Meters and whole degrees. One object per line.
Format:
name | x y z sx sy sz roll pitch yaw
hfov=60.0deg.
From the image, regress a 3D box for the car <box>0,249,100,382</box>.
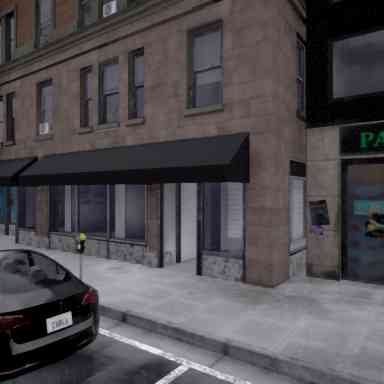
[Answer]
car | -3.249 1.567 5.125 4.313 1.339 1.947 0 0 36
